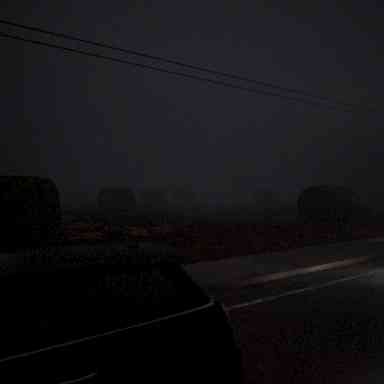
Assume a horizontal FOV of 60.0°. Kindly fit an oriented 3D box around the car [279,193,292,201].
[{"bbox_3d":[19.678,1.117,71.910,3.866,1.878,1.905,-2,5,13],"label":"car"}]

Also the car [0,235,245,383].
[{"bbox_3d":[-1.777,1.352,2.819,4.553,1.767,2.097,0,0,-33],"label":"car"}]
